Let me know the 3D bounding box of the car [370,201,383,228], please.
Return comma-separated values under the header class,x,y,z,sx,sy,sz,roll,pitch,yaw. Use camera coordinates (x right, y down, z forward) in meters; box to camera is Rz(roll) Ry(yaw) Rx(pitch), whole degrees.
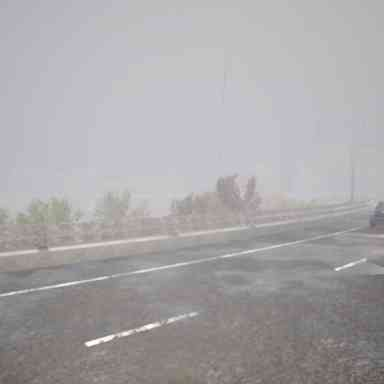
class,x,y,z,sx,sy,sz,roll,pitch,yaw
car,12.565,1.263,20.355,2.097,1.767,4.553,0,0,43
